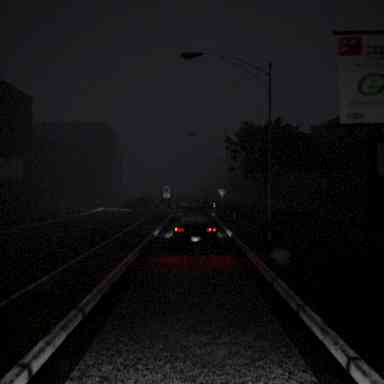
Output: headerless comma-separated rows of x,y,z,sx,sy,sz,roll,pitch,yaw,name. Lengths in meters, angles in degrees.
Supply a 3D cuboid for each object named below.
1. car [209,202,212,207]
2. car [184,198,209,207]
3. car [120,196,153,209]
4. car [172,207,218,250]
0.904,1.421,43.501,1.895,1.301,4.718,0,2,-20,car
0.296,1.594,29.109,1.882,1.535,5.008,0,0,3,car
-7.023,1.343,42.687,1.837,1.490,4.892,0,1,36,car
0.126,1.585,14.577,1.812,1.442,4.674,0,-1,0,car
